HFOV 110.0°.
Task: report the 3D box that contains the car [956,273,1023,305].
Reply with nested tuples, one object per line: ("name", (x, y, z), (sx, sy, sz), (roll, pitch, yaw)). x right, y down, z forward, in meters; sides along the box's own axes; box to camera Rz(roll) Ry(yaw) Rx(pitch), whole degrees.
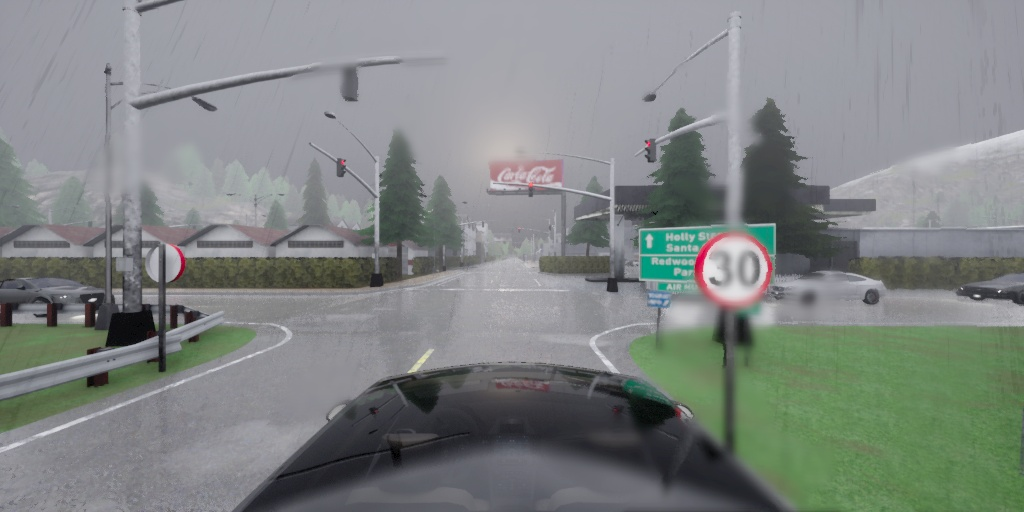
("car", (24.512, 1.489, 16.807), (5.357, 1.411, 2.033), (0, 0, 1))

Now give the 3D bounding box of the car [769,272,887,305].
("car", (14.857, 1.467, 16.935), (4.674, 1.442, 1.812), (0, 0, 0))

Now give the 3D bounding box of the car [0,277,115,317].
("car", (-18.053, 1.505, 13.761), (4.181, 1.385, 1.994), (0, 0, 1))
